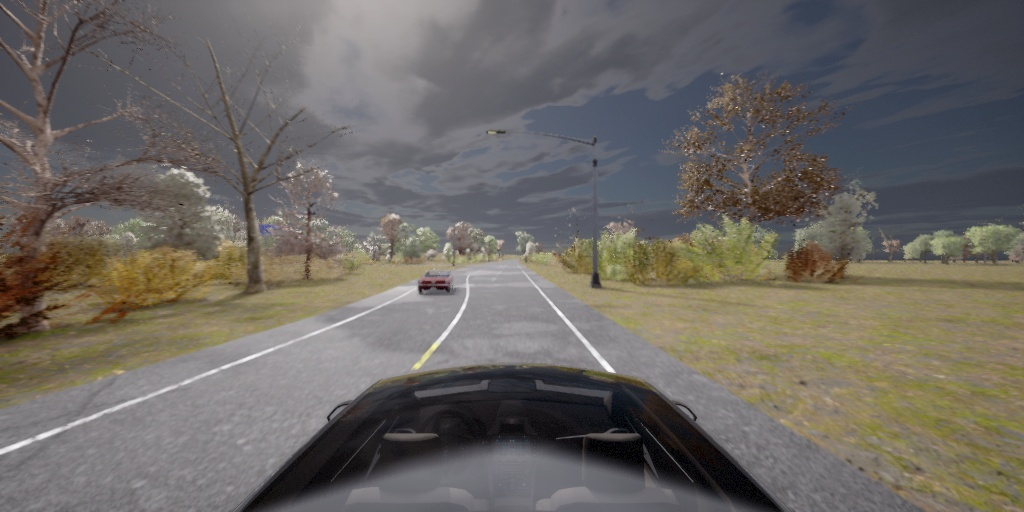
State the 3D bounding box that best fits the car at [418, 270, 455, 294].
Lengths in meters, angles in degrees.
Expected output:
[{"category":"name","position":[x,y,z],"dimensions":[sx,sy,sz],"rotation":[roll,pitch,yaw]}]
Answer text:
[{"category":"car","position":[-4.554,1.513,21.922],"dimensions":[1.895,1.301,4.718],"rotation":[0,0,-6]}]
